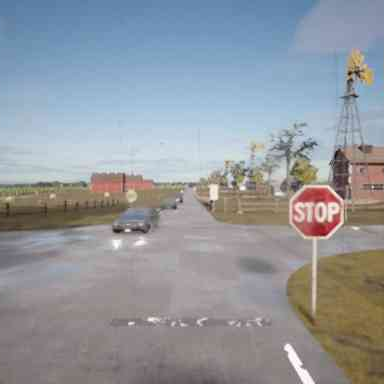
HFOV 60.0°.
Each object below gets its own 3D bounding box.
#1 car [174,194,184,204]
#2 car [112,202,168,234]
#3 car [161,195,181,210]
[{"bbox_3d":[-2.849,1.410,67.179,2.150,2.045,5.566,0,0,0],"label":"car"},{"bbox_3d":[-3.021,1.538,19.413,2.033,1.411,5.357,0,0,5],"label":"car"},{"bbox_3d":[-2.810,1.522,42.062,1.882,1.535,5.008,0,1,0],"label":"car"}]
